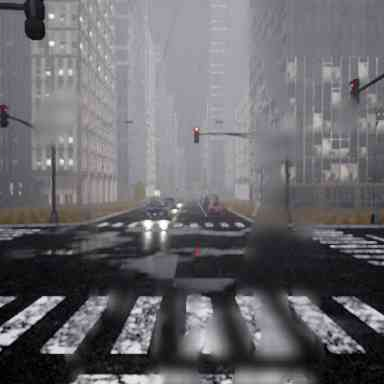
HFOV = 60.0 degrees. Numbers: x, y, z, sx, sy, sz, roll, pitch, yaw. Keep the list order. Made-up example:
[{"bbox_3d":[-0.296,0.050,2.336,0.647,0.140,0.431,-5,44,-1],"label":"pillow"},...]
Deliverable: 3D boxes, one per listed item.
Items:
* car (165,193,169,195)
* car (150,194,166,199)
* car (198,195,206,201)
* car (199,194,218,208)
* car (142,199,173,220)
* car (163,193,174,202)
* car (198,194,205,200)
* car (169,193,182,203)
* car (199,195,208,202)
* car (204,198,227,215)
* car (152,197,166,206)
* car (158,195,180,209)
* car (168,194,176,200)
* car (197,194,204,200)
[{"bbox_3d":[-5.444,1.327,71.071,1.967,1.590,4.097,-1,0,0],"label":"car"},{"bbox_3d":[-5.408,1.366,48.973,1.967,1.590,4.097,-1,0,0],"label":"car"},{"bbox_3d":[2.420,1.447,82.158,1.802,1.307,4.206,-1,0,0],"label":"car"},{"bbox_3d":[2.467,1.250,43.486,2.192,1.841,5.009,-1,0,0],"label":"car"},{"bbox_3d":[-2.882,1.523,27.556,1.994,1.385,4.181,0,0,0],"label":"car"},{"bbox_3d":[-5.455,1.191,76.595,2.192,1.841,5.009,-1,0,0],"label":"car"},{"bbox_3d":[2.409,1.380,87.853,1.752,1.417,4.829,-1,0,0],"label":"car"},{"bbox_3d":[-2.866,1.393,63.646,2.128,1.511,4.902,0,0,0],"label":"car"},{"bbox_3d":[2.437,1.431,71.109,1.887,1.381,4.507,-1,0,0],"label":"car"},{"bbox_3d":[2.468,1.534,32.437,1.802,1.307,4.206,-1,0,0],"label":"car"},{"bbox_3d":[-5.415,1.499,54.498,1.802,1.307,4.206,-1,0,0],"label":"car"},{"bbox_3d":[-2.915,1.441,43.033,1.837,1.490,4.892,0,0,0],"label":"car"},{"bbox_3d":[-5.481,1.284,93.169,1.967,1.590,4.097,-1,0,0],"label":"car"},{"bbox_3d":[2.401,1.389,93.207,1.887,1.381,4.507,-1,0,0],"label":"car"}]
